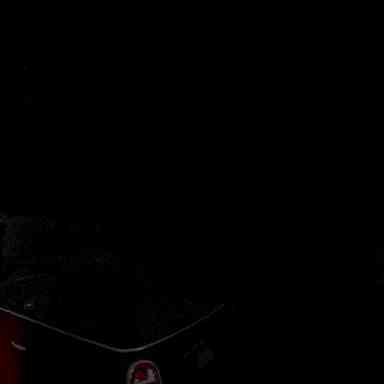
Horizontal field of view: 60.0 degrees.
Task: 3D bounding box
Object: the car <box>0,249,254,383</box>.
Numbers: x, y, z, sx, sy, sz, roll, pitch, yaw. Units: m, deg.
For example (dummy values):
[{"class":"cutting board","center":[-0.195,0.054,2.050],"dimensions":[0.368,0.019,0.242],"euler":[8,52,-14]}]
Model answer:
[{"class":"car","center":[-1.450,1.432,3.997],"dimensions":[4.097,1.590,1.967],"euler":[0,0,35]}]
